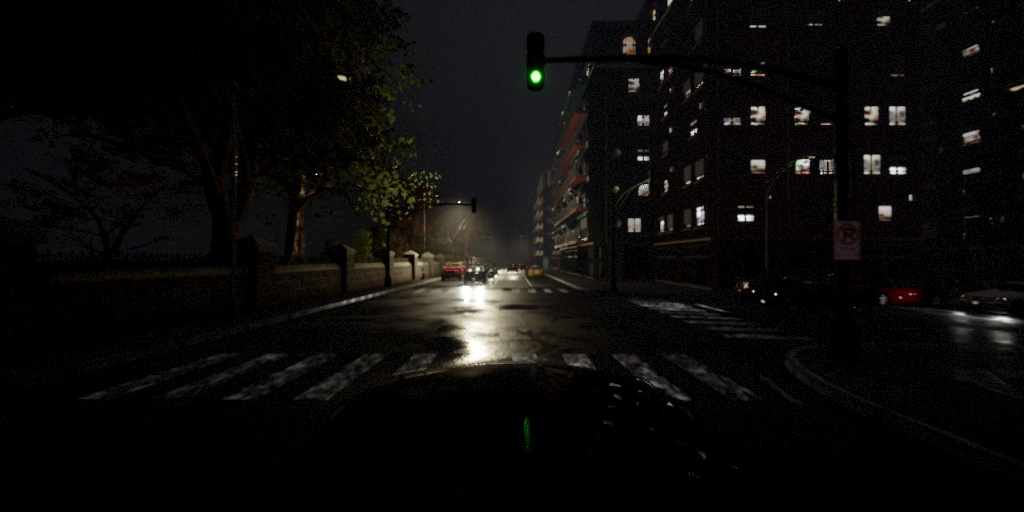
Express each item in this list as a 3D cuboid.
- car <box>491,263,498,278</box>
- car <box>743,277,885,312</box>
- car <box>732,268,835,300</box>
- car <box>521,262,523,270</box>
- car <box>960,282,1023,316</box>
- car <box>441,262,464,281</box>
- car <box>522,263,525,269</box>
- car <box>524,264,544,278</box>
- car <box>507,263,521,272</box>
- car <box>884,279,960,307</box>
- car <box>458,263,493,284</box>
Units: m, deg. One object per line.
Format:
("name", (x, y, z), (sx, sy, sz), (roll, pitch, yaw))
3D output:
("car", (-3.087, 1.607, 41.065), (2.097, 1.767, 4.553), (0, -1, 0))
("car", (13.709, 1.806, 16.477), (4.718, 1.301, 1.895), (1, 0, 0))
("car", (14.604, 1.558, 19.065), (5.009, 1.841, 2.192), (0, 0, 0))
("car", (2.708, 1.955, 52.261), (2.007, 1.370, 4.403), (0, 0, 0))
("car", (23.651, 1.911, 16.502), (4.674, 1.442, 1.812), (1, 0, 0))
("car", (-5.678, 1.498, 35.659), (2.192, 1.841, 5.009), (0, 0, 0))
("car", (2.706, 1.876, 46.726), (1.888, 1.381, 4.507), (0, 0, 0))
("car", (2.704, 1.782, 41.361), (1.751, 1.417, 4.829), (0, 0, 0))
("car", (0.120, 2.074, 61.444), (2.033, 1.411, 5.357), (0, -1, -1))
("car", (20.299, 1.892, 19.080), (4.507, 1.381, 1.888), (0, 0, 0))
("car", (-3.097, 1.618, 31.271), (2.128, 1.511, 4.902), (0, -1, -1))
